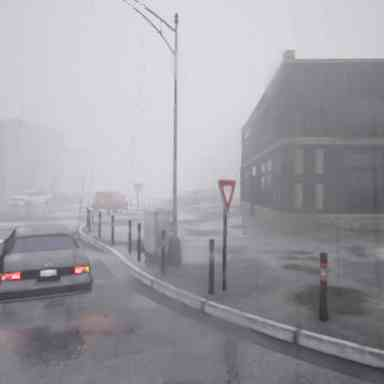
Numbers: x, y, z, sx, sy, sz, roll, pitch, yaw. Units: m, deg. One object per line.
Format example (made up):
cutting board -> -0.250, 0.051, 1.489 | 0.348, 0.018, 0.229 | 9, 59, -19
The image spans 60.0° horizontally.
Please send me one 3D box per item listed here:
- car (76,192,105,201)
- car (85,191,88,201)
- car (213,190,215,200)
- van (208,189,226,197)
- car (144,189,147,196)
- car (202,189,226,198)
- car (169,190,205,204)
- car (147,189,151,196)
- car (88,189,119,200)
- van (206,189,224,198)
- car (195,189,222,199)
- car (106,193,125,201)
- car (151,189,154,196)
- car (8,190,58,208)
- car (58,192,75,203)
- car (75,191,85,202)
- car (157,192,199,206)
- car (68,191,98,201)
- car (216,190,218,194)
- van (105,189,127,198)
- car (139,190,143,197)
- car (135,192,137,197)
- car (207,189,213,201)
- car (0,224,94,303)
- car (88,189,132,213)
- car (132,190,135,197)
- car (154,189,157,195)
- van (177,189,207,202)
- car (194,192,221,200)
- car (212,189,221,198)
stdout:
car -> -19.059, 0.773, 62.495 | 4.892, 1.521, 2.231 | 1, 1, 11
car -> -20.151, 0.889, 57.085 | 4.674, 1.452, 2.002 | 1, 1, 11
car -> 1.460, 0.919, 62.206 | 5.008, 1.535, 2.097 | 1, 1, 12
van -> 6.561, 0.307, 86.558 | 4.442, 1.987, 1.878 | 1, 1, 12
car -> -14.624, 0.306, 84.098 | 4.553, 1.767, 2.185 | 1, 1, 11
car -> 5.362, 0.361, 81.130 | 5.566, 2.045, 2.435 | 1, 1, 12
car -> -0.754, 0.962, 51.177 | 4.553, 1.767, 2.185 | 1, 1, 12
car -> -14.100, 0.394, 86.806 | 4.892, 1.521, 2.231 | 1, 1, 11
car -> -17.980, 0.434, 67.898 | 5.566, 2.045, 2.435 | 1, 1, 11
van -> 5.777, 0.344, 83.884 | 4.442, 1.987, 1.878 | 1, 1, 12
car -> 3.664, 0.487, 73.097 | 5.566, 2.045, 2.435 | 1, 1, 12
car -> -14.348, 0.887, 62.544 | 1.994, 1.385, 4.181 | 1, 1, 12
car -> -13.551, 0.355, 89.508 | 4.892, 1.521, 2.231 | 1, 1, 11
car -> -19.343, 0.822, 40.179 | 2.150, 2.045, 5.566 | 1, 1, 16
car -> -21.222, 0.793, 51.670 | 4.553, 1.767, 2.185 | 1, 1, 11
car -> -20.708, 0.886, 54.386 | 5.008, 1.535, 2.097 | 1, 1, 11
car -> -1.902, 1.175, 45.866 | 4.792, 1.488, 2.163 | 1, 1, 12
car -> -19.572, 0.687, 59.779 | 4.553, 1.767, 2.185 | 1, 1, 11
car -> 2.003, 0.877, 64.804 | 4.892, 1.521, 2.231 | 1, 1, 12
van -> -16.739, 0.373, 73.273 | 4.442, 1.987, 1.878 | 1, 1, 11
car -> -15.235, 0.346, 81.408 | 4.553, 1.767, 2.185 | 1, 1, 11
car -> -15.785, 0.387, 78.707 | 4.553, 1.767, 2.185 | 1, 1, 11
car -> 0.915, 0.842, 59.351 | 4.553, 1.767, 2.185 | 1, 1, 12
car -> -3.796, 1.535, 8.418 | 2.033, 1.411, 5.357 | 0, 0, -27
car -> -8.302, 0.976, 34.358 | 2.150, 2.045, 5.566 | 0, 1, 5
car -> -16.310, 0.555, 76.003 | 5.008, 1.535, 2.097 | 1, 1, 11
car -> -13.001, 0.319, 92.209 | 4.892, 1.521, 2.231 | 1, 1, 11
van -> -0.316, 0.824, 54.054 | 4.442, 1.987, 1.878 | 1, 1, 12
car -> 3.290, 0.783, 70.213 | 5.366, 1.575, 1.946 | 1, 1, 12
car -> 2.582, 0.579, 67.516 | 5.566, 2.045, 2.435 | 1, 1, 12
